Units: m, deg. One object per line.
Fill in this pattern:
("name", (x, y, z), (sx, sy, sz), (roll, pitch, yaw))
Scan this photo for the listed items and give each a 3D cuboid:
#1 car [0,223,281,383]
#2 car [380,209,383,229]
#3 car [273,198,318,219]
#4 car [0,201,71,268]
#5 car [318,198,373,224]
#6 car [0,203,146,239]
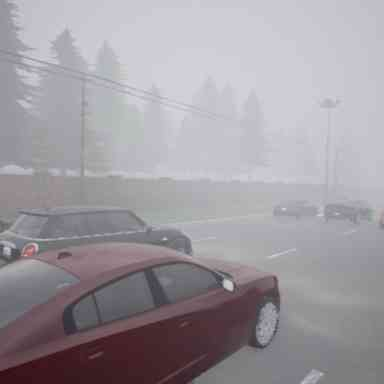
("car", (-0.723, 1.350, 3.917), (1.882, 1.535, 5.008), (3, 2, 41))
("car", (12.019, 1.136, 18.378), (2.097, 1.767, 4.553), (3, 2, 41))
("car", (7.535, 1.110, 23.884), (1.994, 1.385, 4.181), (3, 2, 41))
("car", (-5.941, 1.116, 8.576), (1.882, 1.535, 5.008), (3, 2, 41))
("car", (10.279, 1.139, 21.703), (1.882, 1.535, 5.008), (3, 2, 41))
("car", (-2.010, 1.098, 7.741), (2.097, 1.767, 4.553), (3, 2, 41))
